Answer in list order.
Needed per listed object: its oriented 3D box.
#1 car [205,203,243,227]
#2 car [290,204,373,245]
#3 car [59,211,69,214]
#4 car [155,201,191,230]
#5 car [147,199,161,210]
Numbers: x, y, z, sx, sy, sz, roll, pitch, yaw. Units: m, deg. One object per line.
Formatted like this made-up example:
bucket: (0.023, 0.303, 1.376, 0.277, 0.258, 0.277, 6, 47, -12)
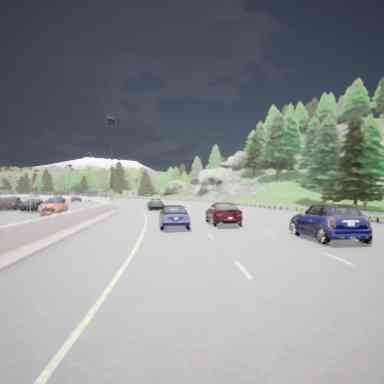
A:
car: (2.110, 1.474, 23.060, 1.882, 1.535, 5.008, 0, 0, -6)
car: (6.337, 1.340, 15.699, 2.097, 1.767, 4.553, 0, 0, -4)
car: (-13.766, 1.381, 33.385, 2.097, 1.767, 4.553, 0, 0, -10)
car: (-1.180, 1.551, 21.334, 2.033, 1.411, 5.357, 0, 0, -6)
car: (-4.640, 1.575, 42.223, 1.994, 1.385, 4.181, 0, 0, -12)
